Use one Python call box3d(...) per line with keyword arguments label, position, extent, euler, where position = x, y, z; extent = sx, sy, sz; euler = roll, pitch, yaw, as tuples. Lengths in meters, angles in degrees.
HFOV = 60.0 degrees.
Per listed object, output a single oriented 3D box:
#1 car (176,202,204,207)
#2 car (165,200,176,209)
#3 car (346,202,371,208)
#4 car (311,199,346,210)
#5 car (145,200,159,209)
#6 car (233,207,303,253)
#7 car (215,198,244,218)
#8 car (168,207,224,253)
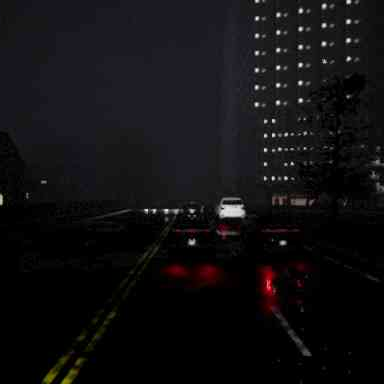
box3d(label="car", position=(-0.003, 1.627, 29.081), extent=(2.097, 1.767, 4.553), euler=(0, -1, 0))
box3d(label="car", position=(-3.266, 2.065, 54.312), extent=(1.812, 1.442, 4.674), euler=(0, -1, 0))
box3d(label="car", position=(31.034, 2.343, 62.350), extent=(4.403, 1.369, 2.008), euler=(0, 1, 20))
box3d(label="car", position=(23.001, 2.211, 56.895), extent=(5.009, 1.841, 2.192), euler=(0, 1, 20))
box3d(label="car", position=(-6.512, 2.089, 54.696), extent=(2.033, 1.411, 5.357), euler=(0, -1, 0))
box3d(label="car", position=(3.252, 1.626, 14.301), extent=(2.128, 1.511, 4.902), euler=(0, 0, 0))
box3d(label="car", position=(3.245, 1.493, 29.032), extent=(2.150, 2.045, 5.566), euler=(0, 0, 0))
box3d(label="car", position=(0.002, 1.627, 14.296), extent=(2.128, 1.511, 4.902), euler=(0, 0, 0))
